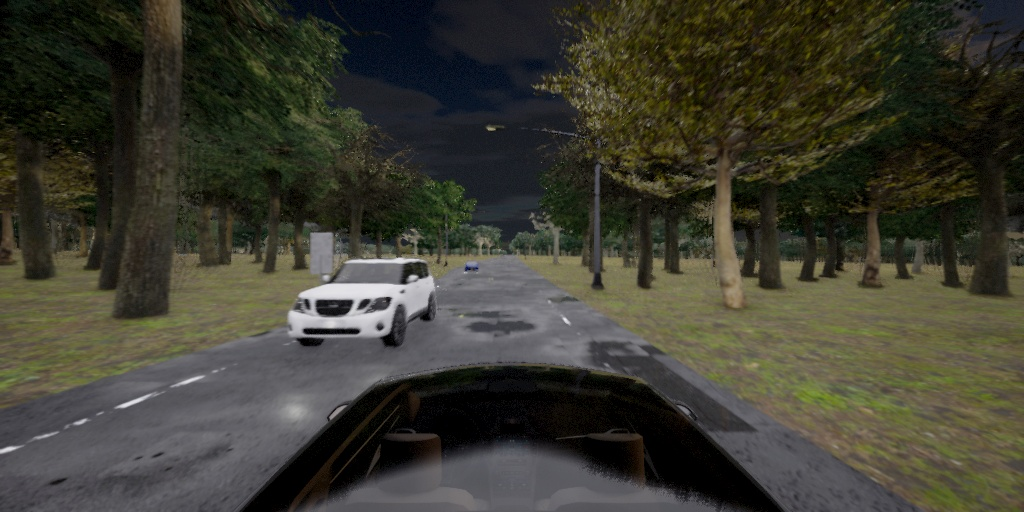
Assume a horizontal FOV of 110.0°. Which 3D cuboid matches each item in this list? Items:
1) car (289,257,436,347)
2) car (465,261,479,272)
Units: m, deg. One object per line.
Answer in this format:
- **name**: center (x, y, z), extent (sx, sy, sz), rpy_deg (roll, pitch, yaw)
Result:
- **car**: center (-3.605, 1.048, 9.897), extent (2.150, 2.045, 5.566), rpy_deg (0, -1, 0)
- **car**: center (-5.603, 1.416, 49.993), extent (1.882, 1.535, 5.008), rpy_deg (0, 0, -7)
